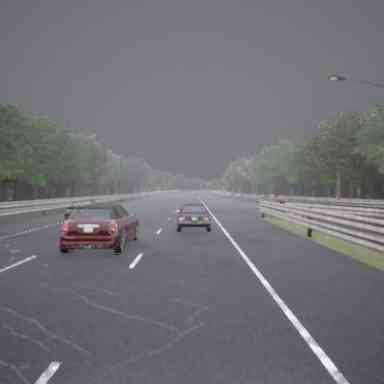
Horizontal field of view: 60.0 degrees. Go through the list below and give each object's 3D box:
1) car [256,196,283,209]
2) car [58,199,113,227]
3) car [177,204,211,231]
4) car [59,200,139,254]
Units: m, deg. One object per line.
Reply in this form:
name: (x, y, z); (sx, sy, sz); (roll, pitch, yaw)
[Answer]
car: (9.146, 1.237, 39.559); (1.837, 1.490, 4.892); (0, 0, -11)
car: (-6.895, 1.301, 22.227); (2.128, 1.511, 4.902); (0, 0, 0)
car: (0.104, 1.382, 19.258); (2.033, 1.411, 5.357); (0, 0, 0)
car: (-3.398, 1.239, 13.047); (2.097, 1.767, 4.553); (0, 0, 0)
